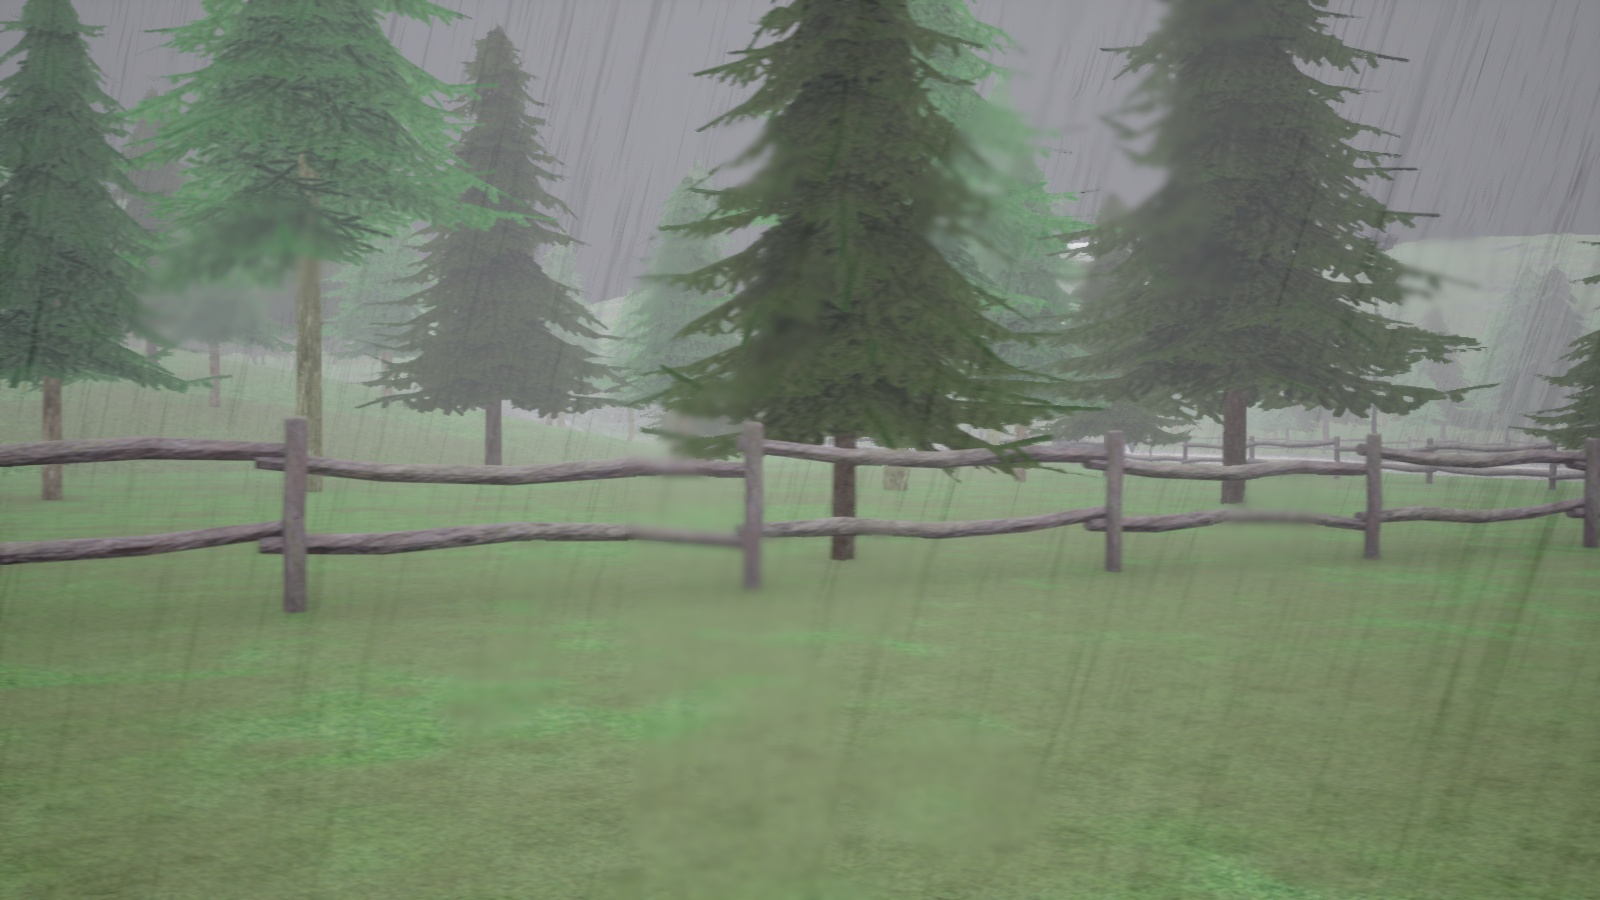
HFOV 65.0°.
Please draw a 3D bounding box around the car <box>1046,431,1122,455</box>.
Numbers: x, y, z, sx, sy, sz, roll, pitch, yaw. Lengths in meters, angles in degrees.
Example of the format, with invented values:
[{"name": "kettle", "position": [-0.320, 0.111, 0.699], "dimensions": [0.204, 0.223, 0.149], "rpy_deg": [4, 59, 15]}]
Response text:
[{"name": "car", "position": [16.011, -0.430, 71.011], "dimensions": [1.895, 1.301, 4.718], "rpy_deg": [-1, 1, -20]}]
